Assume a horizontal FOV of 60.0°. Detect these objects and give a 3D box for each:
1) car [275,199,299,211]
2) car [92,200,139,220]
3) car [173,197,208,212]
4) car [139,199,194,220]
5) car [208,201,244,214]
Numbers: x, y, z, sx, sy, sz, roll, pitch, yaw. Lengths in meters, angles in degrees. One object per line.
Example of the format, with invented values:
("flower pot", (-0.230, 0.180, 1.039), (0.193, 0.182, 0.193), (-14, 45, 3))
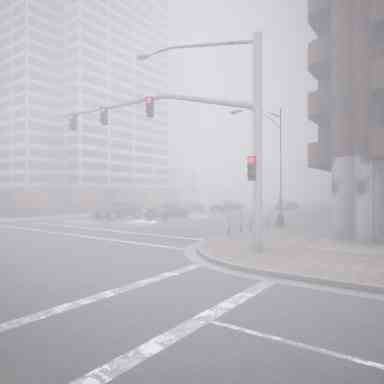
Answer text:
("car", (11.813, 1.564, 41.273), (1.994, 1.385, 4.181), (0, 0, 35))
("car", (-6.192, 1.505, 28.138), (1.837, 1.490, 4.892), (0, 0, 35))
("car", (-0.474, 1.564, 36.265), (1.994, 1.385, 4.181), (0, 0, 35))
("car", (-2.082, 1.564, 27.899), (1.994, 1.385, 4.181), (0, 0, 35))
("car", (3.788, 1.601, 36.235), (1.895, 1.301, 4.718), (0, 0, 35))
